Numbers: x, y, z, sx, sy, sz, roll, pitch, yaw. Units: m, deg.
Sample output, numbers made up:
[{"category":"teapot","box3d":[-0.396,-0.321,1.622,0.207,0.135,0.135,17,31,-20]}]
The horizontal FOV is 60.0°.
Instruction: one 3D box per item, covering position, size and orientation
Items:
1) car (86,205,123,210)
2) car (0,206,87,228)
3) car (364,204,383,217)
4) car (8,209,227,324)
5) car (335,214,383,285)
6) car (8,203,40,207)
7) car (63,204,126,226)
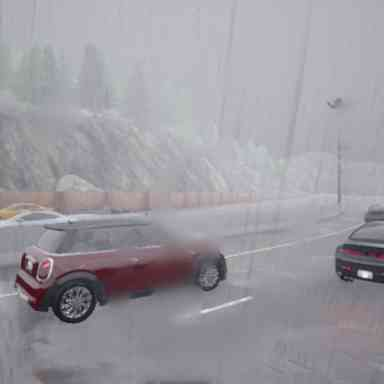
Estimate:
[{"category":"car","box3d":[-5.732,1.697,22.189,4.718,1.301,1.895,0,0,-43]},{"category":"car","box3d":[-7.759,1.603,15.919,4.674,1.442,1.812,0,0,-39]},{"category":"car","box3d":[12.555,1.559,21.704,1.837,1.490,4.892,0,0,37]},{"category":"car","box3d":[-1.343,1.384,7.505,4.553,1.767,2.097,0,0,-38]},{"category":"car","box3d":[5.527,1.527,8.790,4.892,1.490,1.837,0,0,-42]},{"category":"car","box3d":[-13.035,1.600,25.120,5.008,1.535,1.882,1,0,-40]},{"category":"car","box3d":[-7.402,1.676,25.402,4.181,1.385,1.994,0,0,-43]}]
